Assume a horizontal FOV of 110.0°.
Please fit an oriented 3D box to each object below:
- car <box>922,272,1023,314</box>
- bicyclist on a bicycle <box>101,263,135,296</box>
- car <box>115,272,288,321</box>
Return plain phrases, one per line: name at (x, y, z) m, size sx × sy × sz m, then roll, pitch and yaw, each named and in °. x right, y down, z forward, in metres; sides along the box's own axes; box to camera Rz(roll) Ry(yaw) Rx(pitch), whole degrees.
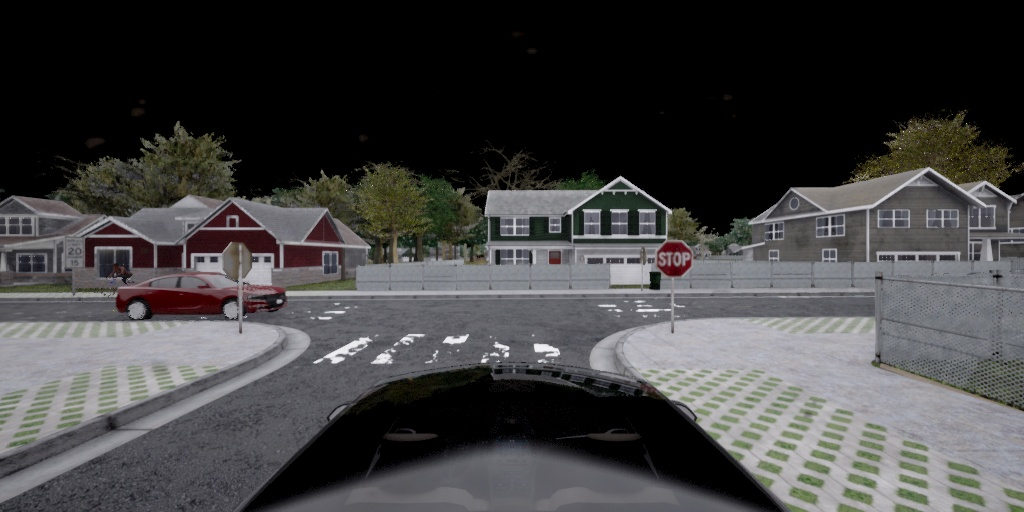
car at (17.238, 1.206, 12.095) m, size 4.718 × 1.301 × 1.895 m, roll 0°, pitch 0°, yaw 2°
bicyclist on a bicycle at (-19.997, 1.197, 18.263) m, size 0.582 × 1.620 × 1.656 m, roll 0°, pitch 0°, yaw 1°
car at (-10.461, 1.300, 12.307) m, size 5.008 × 1.535 × 1.882 m, roll 0°, pitch 0°, yaw 1°
